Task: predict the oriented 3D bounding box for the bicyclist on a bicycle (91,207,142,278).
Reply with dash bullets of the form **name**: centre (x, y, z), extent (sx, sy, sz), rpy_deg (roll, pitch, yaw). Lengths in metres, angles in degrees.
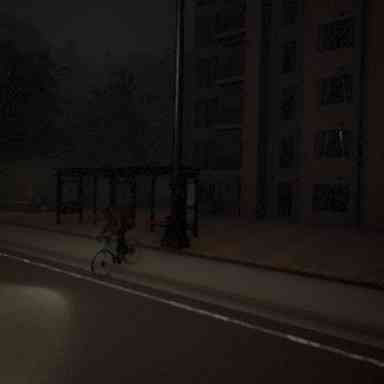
- **bicyclist on a bicycle**: centre (-1.878, 1.171, 8.274), extent (0.582, 1.620, 1.656), rpy_deg (2, 11, 36)
